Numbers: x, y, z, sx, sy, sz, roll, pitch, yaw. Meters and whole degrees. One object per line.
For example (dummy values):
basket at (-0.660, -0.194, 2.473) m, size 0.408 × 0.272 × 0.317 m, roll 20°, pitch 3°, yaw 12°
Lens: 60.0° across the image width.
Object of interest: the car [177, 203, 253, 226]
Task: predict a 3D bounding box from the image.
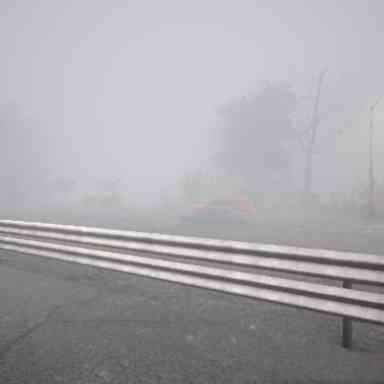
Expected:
car at (1.609, 1.789, 24.964) m, size 5.357 × 1.411 × 2.033 m, roll 0°, pitch 0°, yaw 14°

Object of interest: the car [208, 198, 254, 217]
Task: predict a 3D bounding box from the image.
car at (2.446, 1.504, 28.361) m, size 5.566 × 2.045 × 2.150 m, roll 0°, pitch 0°, yaw 14°
